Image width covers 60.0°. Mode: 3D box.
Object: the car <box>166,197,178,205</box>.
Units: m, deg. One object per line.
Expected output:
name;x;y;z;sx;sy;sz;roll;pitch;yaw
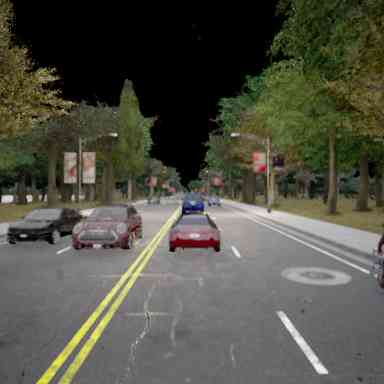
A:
car;-3.288;1.555;55.445;1.895;1.301;4.718;0;0;1

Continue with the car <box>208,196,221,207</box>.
car;3.359;1.497;51.399;2.033;1.411;5.357;0;0;0

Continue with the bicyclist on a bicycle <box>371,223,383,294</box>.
bicyclist on a bicycle;4.141;1.434;6.850;0.582;1.620;1.656;0;0;0

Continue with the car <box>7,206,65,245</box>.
car;-6.596;1.439;15.529;1.882;1.535;5.008;0;0;0

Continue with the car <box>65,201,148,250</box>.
car;-3.348;1.317;13.988;2.097;1.767;4.553;0;0;0

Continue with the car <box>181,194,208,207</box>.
car;0.104;1.164;32.622;2.150;2.045;5.566;0;0;0

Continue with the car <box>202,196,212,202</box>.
car;3.252;1.539;73.123;1.994;1.385;4.181;0;0;0

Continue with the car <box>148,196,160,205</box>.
car;-6.537;1.447;57.308;2.128;1.511;4.902;0;0;1

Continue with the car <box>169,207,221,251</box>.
car;0.101;1.529;13.928;1.994;1.385;4.181;0;0;0
